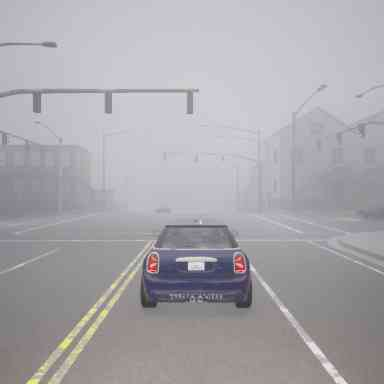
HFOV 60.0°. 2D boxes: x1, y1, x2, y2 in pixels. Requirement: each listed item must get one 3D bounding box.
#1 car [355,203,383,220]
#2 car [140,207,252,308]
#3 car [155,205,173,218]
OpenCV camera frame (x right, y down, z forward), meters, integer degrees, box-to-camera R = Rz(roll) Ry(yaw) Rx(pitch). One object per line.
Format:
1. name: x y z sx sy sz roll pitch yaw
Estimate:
1. car: 16.624 1.547 27.680 5.357 1.411 2.033 0 0 -1
2. car: 0.091 1.352 8.092 2.097 1.767 4.553 0 0 0
3. car: -3.564 2.570 42.575 1.895 1.301 4.718 0 -8 0
